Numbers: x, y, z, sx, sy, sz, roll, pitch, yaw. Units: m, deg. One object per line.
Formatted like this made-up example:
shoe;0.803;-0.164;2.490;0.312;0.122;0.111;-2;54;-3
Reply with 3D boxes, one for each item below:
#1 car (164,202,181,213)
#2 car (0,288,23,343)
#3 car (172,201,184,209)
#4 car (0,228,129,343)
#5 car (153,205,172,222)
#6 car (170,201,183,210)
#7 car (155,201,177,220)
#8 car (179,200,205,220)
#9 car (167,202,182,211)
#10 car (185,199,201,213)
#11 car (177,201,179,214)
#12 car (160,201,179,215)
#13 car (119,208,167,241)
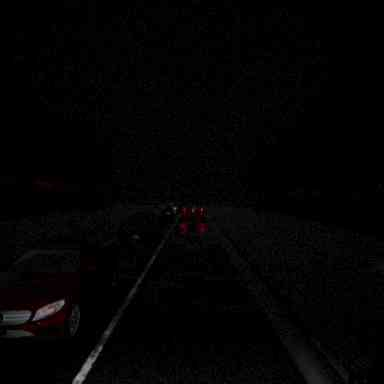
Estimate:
car;-2.627;2.085;45.345;2.008;1.369;4.403;1;-1;0
car;-2.628;1.578;1.033;1.947;1.339;4.313;1;-1;0
car;-2.626;2.348;61.965;2.008;1.369;4.403;1;-1;0
car;-2.625;1.645;6.573;1.802;1.307;4.206;1;0;0
car;-2.626;1.813;23.189;1.802;1.307;4.206;1;-1;0
car;-2.626;2.254;56.425;1.887;1.381;4.507;1;-1;0
car;-2.624;1.739;28.730;1.967;1.590;4.097;1;-1;0
car;0.102;1.684;31.370;2.097;1.767;4.553;0;-1;0
car;-2.627;2.188;50.885;1.947;1.339;4.313;1;-1;0
car;0.101;1.881;45.007;2.097;1.767;4.553;0;-1;0
car;-2.626;1.894;34.097;1.752;1.417;4.829;1;-1;0
car;-2.625;1.890;39.807;1.967;1.590;4.097;1;-1;0
car;-2.625;1.735;17.649;1.947;1.339;4.313;1;-1;0
